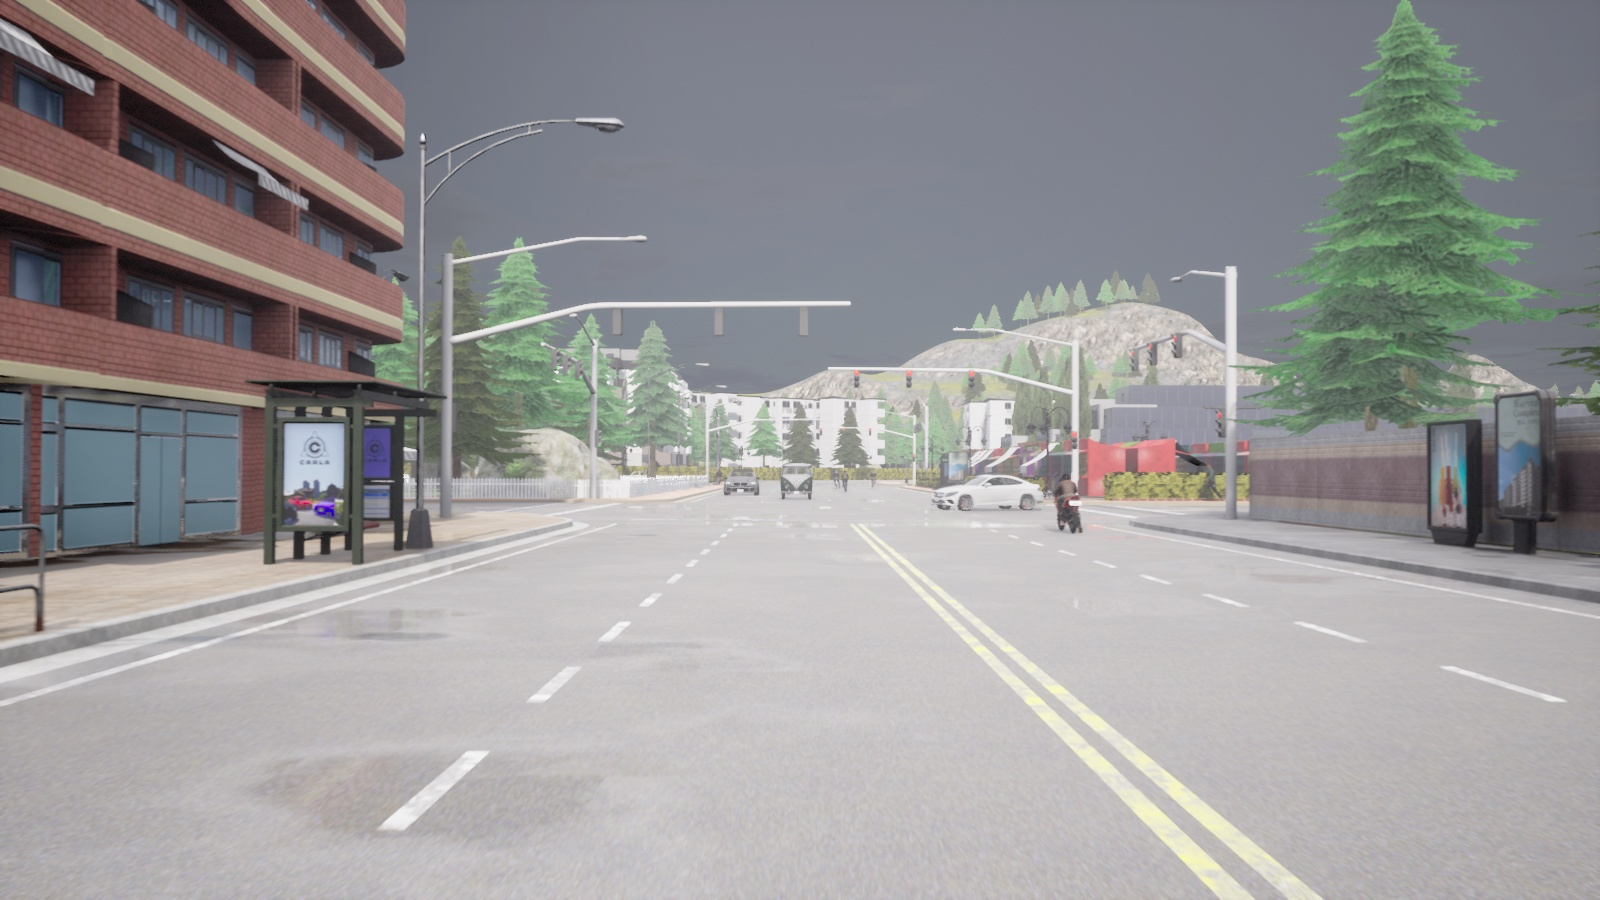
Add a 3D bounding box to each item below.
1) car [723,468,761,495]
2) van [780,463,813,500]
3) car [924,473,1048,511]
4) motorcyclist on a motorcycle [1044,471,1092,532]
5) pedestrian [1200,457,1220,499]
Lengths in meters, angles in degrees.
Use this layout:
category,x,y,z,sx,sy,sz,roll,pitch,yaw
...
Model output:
category,x,y,z,sx,sy,sz,roll,pitch,yaw
car,-3.704,2.023,80.595,2.242,1.667,4.611,0,-1,0
van,-0.177,1.743,70.179,1.775,1.987,4.442,0,-1,0
car,7.430,1.639,50.140,4.674,1.442,1.812,0,-1,-24
motorcyclist on a motorcycle,6.917,1.314,32.555,0.797,1.523,2.044,0,-1,0
pedestrian,19.260,1.324,59.008,0.788,1.949,0.423,0,-1,2
